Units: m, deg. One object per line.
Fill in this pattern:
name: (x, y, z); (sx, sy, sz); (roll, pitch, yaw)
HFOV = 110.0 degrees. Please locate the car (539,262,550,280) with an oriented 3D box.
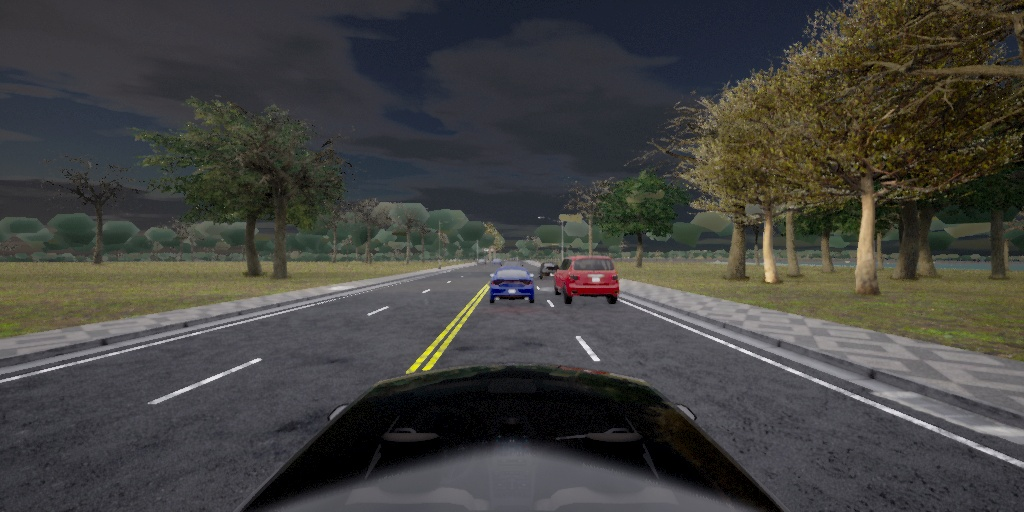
car: (3.250, 1.287, 31.501); (1.837, 1.490, 4.892); (0, 0, 0)

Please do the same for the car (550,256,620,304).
car: (3.250, 1.013, 16.531); (2.150, 2.045, 5.566); (0, 0, 0)

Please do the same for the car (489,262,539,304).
car: (0.000, 1.240, 16.500); (1.882, 1.535, 5.008); (0, 0, 0)

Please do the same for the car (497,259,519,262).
car: (0.000, 1.136, 31.471); (2.097, 1.767, 4.553); (0, 0, 0)
